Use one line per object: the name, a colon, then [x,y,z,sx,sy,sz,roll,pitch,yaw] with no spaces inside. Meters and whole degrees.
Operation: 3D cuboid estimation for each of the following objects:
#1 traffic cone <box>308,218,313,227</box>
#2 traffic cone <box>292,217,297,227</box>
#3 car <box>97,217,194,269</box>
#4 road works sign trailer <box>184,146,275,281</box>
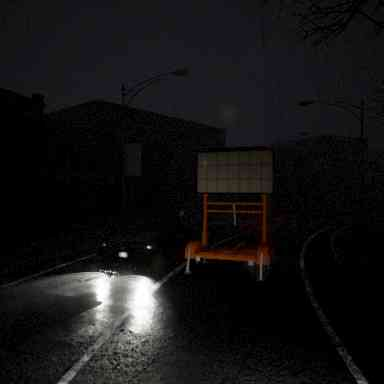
traffic cone: [7.666,1.979,21.513,0.340,0.580,0.340,1,0,23]
traffic cone: [6.745,1.967,21.902,0.340,0.580,0.340,1,0,23]
car: [-1.347,1.545,11.115,1.994,1.385,4.181,0,0,17]
road works sign trailer: [1.317,0.460,10.107,2.380,3.560,2.880,0,0,21]
